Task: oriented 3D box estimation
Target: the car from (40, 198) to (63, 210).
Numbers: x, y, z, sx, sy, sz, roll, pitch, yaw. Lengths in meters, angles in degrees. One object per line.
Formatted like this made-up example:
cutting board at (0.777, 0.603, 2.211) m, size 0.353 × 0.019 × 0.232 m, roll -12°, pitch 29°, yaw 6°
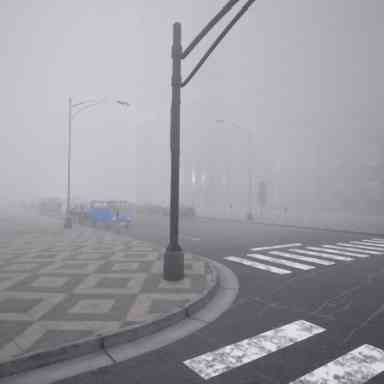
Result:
car at (-19.707, 1.658, 46.508) m, size 1.837 × 1.490 × 4.892 m, roll 1°, pitch -1°, yaw -35°

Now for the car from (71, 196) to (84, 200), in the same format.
car at (-17.399, 1.815, 53.237) m, size 1.887 × 1.381 × 4.507 m, roll 1°, pitch -1°, yaw -35°

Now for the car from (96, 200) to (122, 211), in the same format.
car at (-11.116, 1.754, 44.353) m, size 1.752 × 1.417 × 4.829 m, roll 1°, pitch -1°, yaw -35°

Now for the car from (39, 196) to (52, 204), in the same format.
car at (-33.352, 1.818, 75.793) m, size 1.967 × 1.590 × 4.097 m, roll 1°, pitch -1°, yaw -35°

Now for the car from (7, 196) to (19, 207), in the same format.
car at (-27.573, 1.692, 52.830) m, size 2.008 × 1.369 × 4.403 m, roll 1°, pitch -1°, yaw -35°

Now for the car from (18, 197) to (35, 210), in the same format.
car at (-21.196, 1.680, 43.806) m, size 1.802 × 1.307 × 4.206 m, roll 1°, pitch -1°, yaw -35°

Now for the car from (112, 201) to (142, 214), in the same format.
car at (-7.827, 1.751, 39.703) m, size 1.887 × 1.381 × 4.507 m, roll 1°, pitch -1°, yaw -35°

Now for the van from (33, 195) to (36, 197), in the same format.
van at (-36.541, 1.740, 80.304) m, size 1.690 × 1.788 × 3.998 m, roll 1°, pitch -1°, yaw -35°

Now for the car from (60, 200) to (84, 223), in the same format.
car at (-8.441, 1.559, 25.759) m, size 1.887 × 1.381 × 4.507 m, roll 1°, pitch -1°, yaw -35°

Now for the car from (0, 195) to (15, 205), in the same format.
car at (-37.041, 1.730, 66.227) m, size 1.752 × 1.417 × 4.829 m, roll 1°, pitch -1°, yaw -35°

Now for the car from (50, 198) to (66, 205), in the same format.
car at (-26.972, 1.885, 66.770) m, size 2.008 × 1.369 × 4.403 m, roll 1°, pitch -1°, yaw -35°

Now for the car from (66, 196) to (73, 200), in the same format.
car at (-20.588, 1.607, 57.750) m, size 2.192 × 1.841 × 5.009 m, roll 1°, pitch -1°, yaw -35°

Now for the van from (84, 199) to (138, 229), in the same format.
van at (-5.250, 1.335, 21.249) m, size 1.690 × 1.788 × 3.998 m, roll 1°, pitch -1°, yaw -35°

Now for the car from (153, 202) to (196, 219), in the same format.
car at (-1.446, 1.710, 30.681) m, size 1.887 × 1.381 × 4.507 m, roll 1°, pitch -1°, yaw -35°

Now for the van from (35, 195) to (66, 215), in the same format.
van at (-14.816, 1.397, 34.785) m, size 1.690 × 1.788 × 3.998 m, roll 1°, pitch -1°, yaw -35°

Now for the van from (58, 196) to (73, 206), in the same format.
van at (-23.779, 1.654, 62.261) m, size 1.690 × 1.788 × 3.998 m, roll 1°, pitch -1°, yaw -35°

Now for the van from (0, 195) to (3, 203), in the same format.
van at (-46.704, 1.612, 79.903) m, size 1.690 × 1.788 × 3.998 m, roll 1°, pitch -1°, yaw -35°

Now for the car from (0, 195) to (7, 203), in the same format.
car at (-43.515, 1.564, 75.391) m, size 2.192 × 1.841 × 5.009 m, roll 1°, pitch -1°, yaw -35°

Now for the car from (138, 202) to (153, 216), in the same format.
car at (-4.637, 1.730, 35.192) m, size 1.887 × 1.381 × 4.507 m, roll 1°, pitch -1°, yaw -35°
